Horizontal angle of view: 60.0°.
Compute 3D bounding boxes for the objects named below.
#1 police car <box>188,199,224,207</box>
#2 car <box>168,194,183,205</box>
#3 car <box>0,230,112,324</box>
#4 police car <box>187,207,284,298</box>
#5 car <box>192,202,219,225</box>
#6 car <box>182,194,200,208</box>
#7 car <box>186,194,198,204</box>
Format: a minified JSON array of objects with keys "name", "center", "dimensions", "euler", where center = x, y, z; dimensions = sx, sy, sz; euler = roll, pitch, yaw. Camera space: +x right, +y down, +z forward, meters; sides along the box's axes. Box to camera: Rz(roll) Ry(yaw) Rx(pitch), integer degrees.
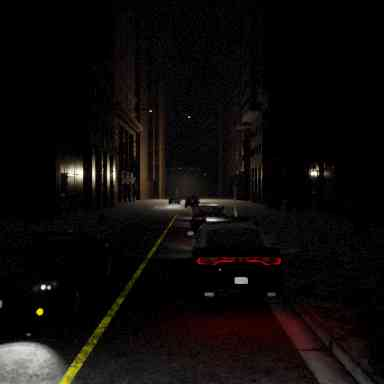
[{"name":"police car","center":[0.915,1.413,18.698],"dimensions":[1.930,1.638,5.238],"euler":[0,0,0]},{"name":"car","center":[-2.953,1.421,55.753],"dimensions":[2.128,1.511,4.902],"euler":[0,0,0]},{"name":"car","center":[-3.094,1.561,7.189],"dimensions":[1.994,1.385,4.181],"euler":[0,0,0]},{"name":"police car","center":[0.906,1.421,8.696],"dimensions":[1.930,1.638,5.238],"euler":[0,0,0]},{"name":"car","center":[0.920,1.507,24.588],"dimensions":[1.812,1.442,4.674],"euler":[0,0,0]},{"name":"car","center":[0.055,1.299,46.789],"dimensions":[2.097,1.767,4.553],"euler":[0,0,0]},{"name":"car","center":[0.051,1.272,60.082],"dimensions":[2.097,1.767,4.553],"euler":[0,0,0]}]
